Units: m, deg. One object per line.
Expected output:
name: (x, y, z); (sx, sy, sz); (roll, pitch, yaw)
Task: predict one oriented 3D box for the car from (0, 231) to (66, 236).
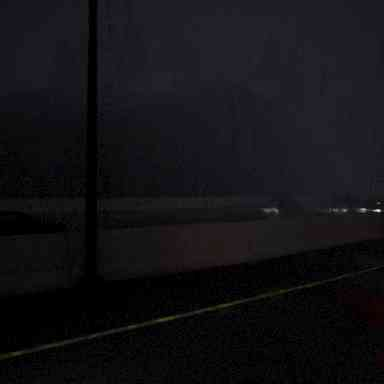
car: (-7.153, 1.351, 11.917); (4.718, 1.301, 1.895); (0, 1, -32)
